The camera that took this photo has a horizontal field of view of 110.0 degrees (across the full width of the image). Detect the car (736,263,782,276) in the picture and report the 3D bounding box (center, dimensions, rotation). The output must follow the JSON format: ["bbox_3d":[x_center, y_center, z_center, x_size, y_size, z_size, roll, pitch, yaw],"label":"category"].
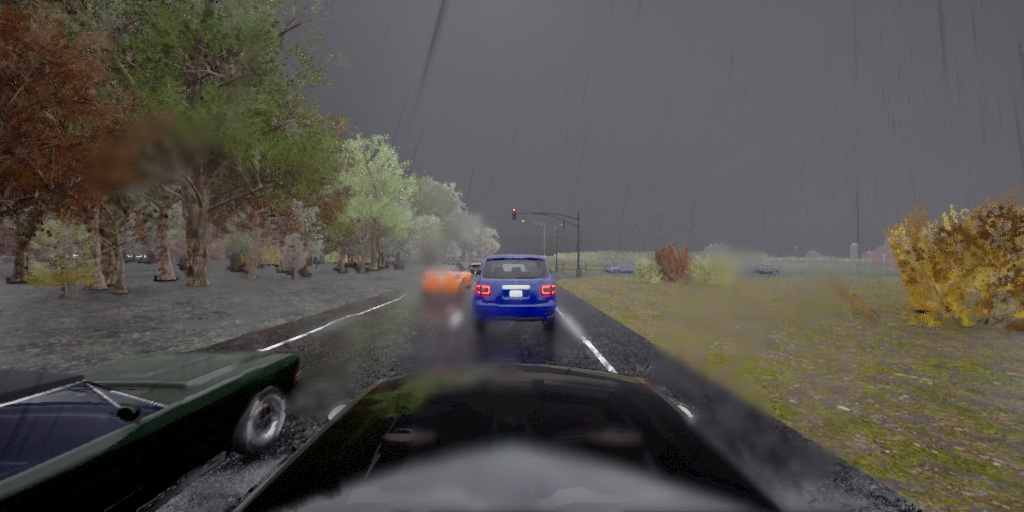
[{"bbox_3d":[29.561,1.621,43.013,4.902,1.511,2.128,1,-1,0],"label":"car"}]

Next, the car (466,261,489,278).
[{"bbox_3d":[-3.446,1.263,36.296,1.837,1.490,4.892,0,1,0],"label":"car"}]

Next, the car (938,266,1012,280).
[{"bbox_3d":[50.971,1.851,39.316,5.357,1.411,2.033,1,-1,1],"label":"car"}]

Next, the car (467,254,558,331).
[{"bbox_3d":[0.088,0.974,11.080,2.150,2.045,5.566,0,0,0],"label":"car"}]

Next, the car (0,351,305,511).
[{"bbox_3d":[-3.399,1.351,2.141,1.895,1.301,4.718,0,0,0],"label":"car"}]

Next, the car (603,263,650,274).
[{"bbox_3d":[13.809,1.509,43.231,5.357,1.411,2.033,1,-1,3],"label":"car"}]

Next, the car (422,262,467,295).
[{"bbox_3d":[-3.423,1.106,19.776,2.097,1.767,4.553,0,0,0],"label":"car"}]
